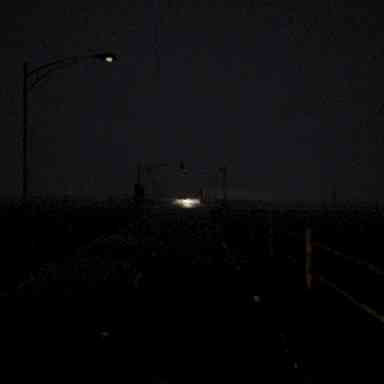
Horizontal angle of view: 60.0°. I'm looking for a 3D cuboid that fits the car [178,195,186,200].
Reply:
[{"bbox_3d":[-2.686,1.532,92.404,1.882,1.535,5.008,0,0,0],"label":"car"}]
